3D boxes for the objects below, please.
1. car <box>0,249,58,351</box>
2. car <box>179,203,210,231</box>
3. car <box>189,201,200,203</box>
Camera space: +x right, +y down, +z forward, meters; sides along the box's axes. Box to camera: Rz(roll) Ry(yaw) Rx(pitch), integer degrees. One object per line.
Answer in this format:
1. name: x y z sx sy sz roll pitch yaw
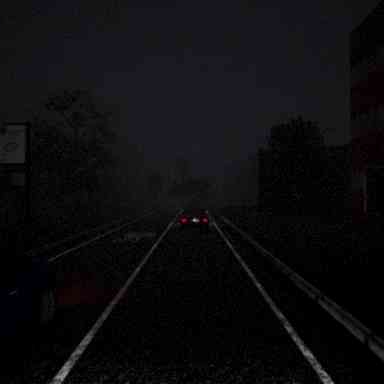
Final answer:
1. car: -3.330 1.556 4.321 1.812 1.442 4.674 0 0 0
2. car: 0.161 1.666 21.340 2.033 1.411 5.357 0 0 0
3. car: 0.318 1.752 39.331 2.033 1.411 5.357 0 0 1
